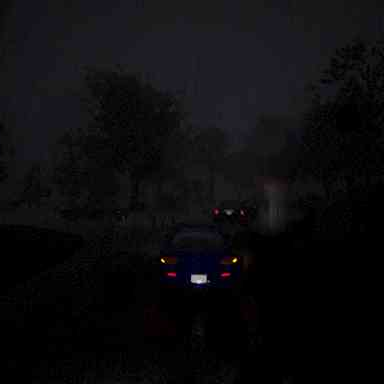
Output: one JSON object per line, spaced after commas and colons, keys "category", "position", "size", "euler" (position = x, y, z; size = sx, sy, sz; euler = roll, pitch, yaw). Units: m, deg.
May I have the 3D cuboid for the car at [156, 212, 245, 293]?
{"category": "car", "position": [0.155, 1.489, 8.676], "size": [1.812, 1.442, 4.674], "euler": [0, 0, 1]}

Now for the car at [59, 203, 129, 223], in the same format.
{"category": "car", "position": [-7.099, 1.498, 24.307], "size": [4.718, 1.301, 1.895], "euler": [0, 0, 11]}

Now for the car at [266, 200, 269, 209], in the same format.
{"category": "car", "position": [7.978, 1.305, 41.492], "size": [1.882, 1.535, 5.008], "euler": [1, 0, -9]}

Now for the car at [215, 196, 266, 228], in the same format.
{"category": "car", "position": [3.063, 1.261, 21.564], "size": [2.097, 1.767, 4.553], "euler": [0, 0, 24]}
